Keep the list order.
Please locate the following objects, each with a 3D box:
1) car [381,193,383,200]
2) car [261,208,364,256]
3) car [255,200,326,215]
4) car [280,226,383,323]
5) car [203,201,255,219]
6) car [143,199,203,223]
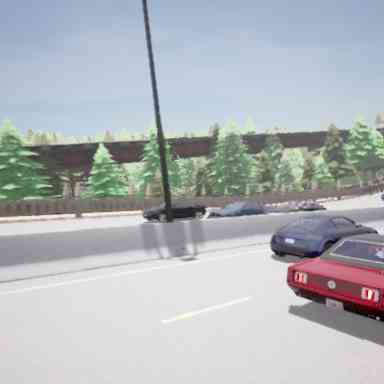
[{"bbox_3d":[27.571,0.235,45.093,5.008,1.535,1.882,-6,4,-35],"label":"car"},{"bbox_3d":[4.623,1.446,11.344,4.181,1.385,1.994,-1,0,-36],"label":"car"},{"bbox_3d":[6.788,1.286,21.725,4.902,1.511,2.128,-1,0,-35],"label":"car"},{"bbox_3d":[4.125,1.519,6.690,4.718,1.301,1.895,-1,0,-36],"label":"car"},{"bbox_3d":[3.697,1.356,23.819,5.357,1.411,2.033,-1,0,-35],"label":"car"},{"bbox_3d":[-1.207,1.326,24.622,5.008,1.535,1.882,-1,0,-35],"label":"car"}]
